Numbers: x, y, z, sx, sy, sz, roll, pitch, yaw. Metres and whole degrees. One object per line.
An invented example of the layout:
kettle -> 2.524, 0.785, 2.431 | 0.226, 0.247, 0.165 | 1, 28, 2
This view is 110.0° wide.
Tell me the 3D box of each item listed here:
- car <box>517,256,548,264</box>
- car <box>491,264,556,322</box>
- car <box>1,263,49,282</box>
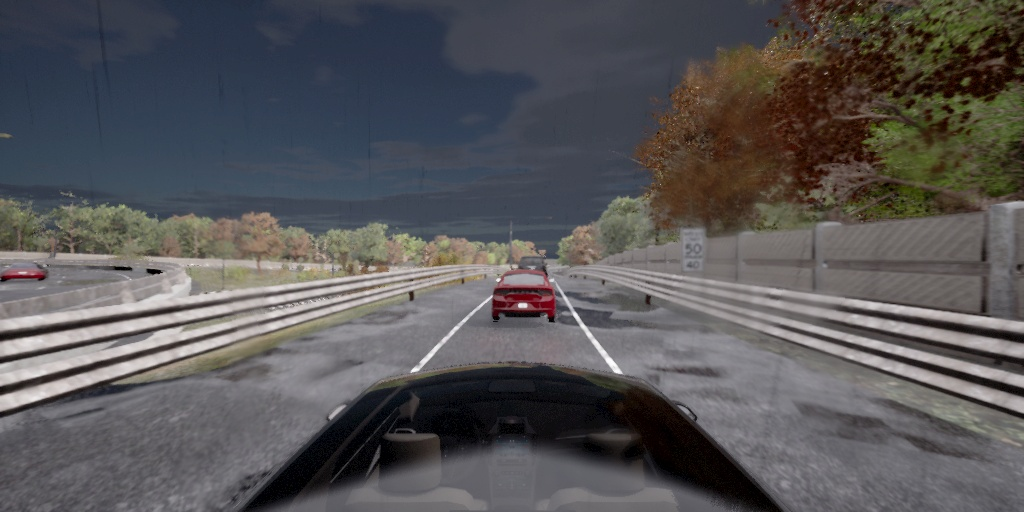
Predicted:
car -> 1.567, 1.057, 27.460 | 2.150, 2.045, 5.566 | 0, -1, 4
car -> 0.440, 1.204, 12.277 | 1.882, 1.535, 5.008 | 0, 0, 3
car -> -37.313, 1.185, 27.515 | 4.181, 1.385, 1.994 | 0, 0, 40
